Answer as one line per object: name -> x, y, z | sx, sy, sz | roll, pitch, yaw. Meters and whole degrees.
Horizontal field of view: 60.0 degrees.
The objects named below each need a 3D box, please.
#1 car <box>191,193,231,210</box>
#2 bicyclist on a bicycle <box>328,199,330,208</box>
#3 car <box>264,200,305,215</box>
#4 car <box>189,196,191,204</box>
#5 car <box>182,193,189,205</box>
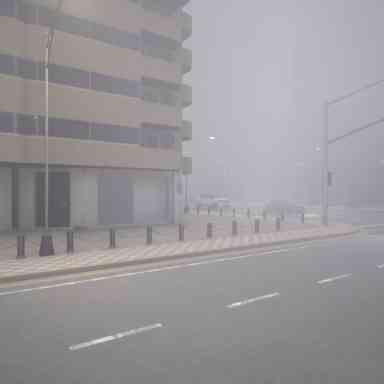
car -> 2.668, 1.168, 43.277 | 2.150, 2.045, 5.566 | 0, 0, -35
bicyclist on a bicycle -> 17.404, 1.245, 43.090 | 1.656, 1.620, 0.582 | 0, 0, -35
car -> 9.334, 1.509, 33.803 | 1.994, 1.385, 4.181 | 0, 0, -35
car -> -0.697, 1.449, 60.622 | 1.837, 1.490, 4.892 | 0, 0, -34
car -> -3.434, 1.166, 58.421 | 2.150, 2.045, 5.566 | 0, 0, -34
